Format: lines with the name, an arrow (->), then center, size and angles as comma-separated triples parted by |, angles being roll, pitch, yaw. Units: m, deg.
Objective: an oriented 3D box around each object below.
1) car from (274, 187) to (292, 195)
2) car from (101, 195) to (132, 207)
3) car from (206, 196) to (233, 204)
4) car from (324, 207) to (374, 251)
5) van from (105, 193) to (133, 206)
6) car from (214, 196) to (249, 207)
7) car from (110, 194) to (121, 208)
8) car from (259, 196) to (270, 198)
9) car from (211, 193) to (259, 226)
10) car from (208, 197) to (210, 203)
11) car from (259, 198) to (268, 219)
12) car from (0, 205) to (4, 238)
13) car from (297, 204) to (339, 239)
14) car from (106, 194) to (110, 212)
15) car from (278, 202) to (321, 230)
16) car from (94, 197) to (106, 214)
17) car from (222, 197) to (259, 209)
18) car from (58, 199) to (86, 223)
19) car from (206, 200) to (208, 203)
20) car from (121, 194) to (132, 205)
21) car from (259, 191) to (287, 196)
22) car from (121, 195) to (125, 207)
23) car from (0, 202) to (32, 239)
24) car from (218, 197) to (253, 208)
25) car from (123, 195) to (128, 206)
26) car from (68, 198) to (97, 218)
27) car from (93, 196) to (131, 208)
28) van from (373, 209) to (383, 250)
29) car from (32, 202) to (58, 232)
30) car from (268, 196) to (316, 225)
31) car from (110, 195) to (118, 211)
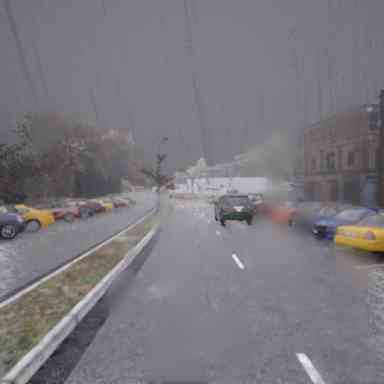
car -> 19.911, 0.172, 75.821 | 2.002, 1.452, 4.674 | -7, 4, -30
car -> -12.398, 1.385, 54.477 | 4.553, 1.767, 2.185 | -1, 0, -25
car -> 5.278, 1.490, 63.631 | 4.792, 1.488, 2.163 | 1, 0, -26
car -> 7.907, 1.479, 12.469 | 5.366, 1.575, 1.946 | 1, 0, -20
van -> -12.596, 1.284, 57.465 | 4.442, 1.987, 1.878 | -1, 0, -25
car -> 6.184, 1.461, 51.624 | 4.892, 1.521, 2.231 | 1, 0, -25
car -> -11.314, 1.382, 39.709 | 4.553, 1.767, 2.185 | -1, 0, -23
car -> 7.271, 1.469, 33.529 | 5.008, 1.535, 2.097 | 1, 0, -23
car -> 2.880, 1.218, 23.699 | 2.150, 2.045, 5.566 | 0, 0, -2
car -> 5.702, 1.332, 57.656 | 4.553, 1.767, 2.185 | 1, 0, -25
car -> 7.477, 1.472, 27.495 | 5.008, 1.535, 2.097 | 1, 0, -22
car -> -10.474, 1.506, 13.047 | 4.892, 1.521, 2.231 | -1, 0, -20
car -> 7.722, 1.478, 15.412 | 5.008, 1.535, 2.097 | 1, 0, -21
car -> -11.062, 1.382, 33.776 | 4.553, 1.767, 2.185 | -1, 0, -22
car -> 7.665, 1.478, 18.430 | 4.892, 1.521, 2.231 | 1, 0, -21
car -> -10.893, 1.506, 30.825 | 5.008, 1.535, 2.097 | -1, 0, -22
car -> 6.613, 1.503, 45.597 | 4.674, 1.452, 2.002 | 1, 0, -24
car -> -10.724, 1.536, 24.889 | 4.792, 1.488, 2.163 | -1, 0, -21
car -> 5.224, 1.451, 60.571 | 5.366, 1.575, 1.946 | 1, 0, -26
car -> -11.775, 1.504, 48.643 | 5.366, 1.575, 1.946 | -1, 0, -24
car -> 7.107, 1.215, 36.533 | 5.566, 2.045, 2.435 | 1, 0, -23
car -> -11.519, 1.549, 42.654 | 4.674, 1.452, 2.002 | -1, 0, -23
car -> -10.485, 1.379, 16.024 | 4.553, 1.767, 2.185 | -1, 0, -21
car -> 6.398, 1.501, 48.614 | 4.674, 1.452, 2.002 | 1, 0, -24
car -> -11.721, 1.549, 45.609 | 4.674, 1.452, 2.002 | -1, 0, -24
car -> -10.761, 1.535, 27.883 | 4.792, 1.488, 2.163 | -1, 0, -22
car -> -12.344, 1.510, 51.437 | 5.366, 1.575, 1.946 | -1, 0, -24
van -> 7.643, 1.253, 9.341 | 4.442, 1.987, 1.878 | 1, 0, -20
car -> -10.549, 1.505, 18.980 | 5.008, 1.535, 2.097 | -1, 0, -21
car -> 7.605, 1.349, 21.449 | 4.553, 1.767, 2.185 | 1, 0, -21
car -> -11.347, 1.507, 36.667 | 5.366, 1.575, 1.946 | -1, 0, -23
